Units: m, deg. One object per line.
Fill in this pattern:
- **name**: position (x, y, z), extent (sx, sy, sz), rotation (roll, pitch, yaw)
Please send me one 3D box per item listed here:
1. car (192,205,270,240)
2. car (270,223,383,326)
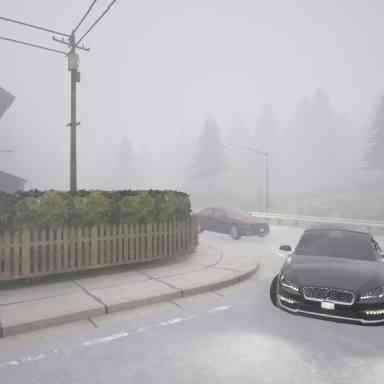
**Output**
- **car**: position (1.882, 1.478, 17.452), extent (1.882, 1.535, 5.008), rotation (0, 0, -33)
- **car**: position (3.182, 1.505, 7.316), extent (1.837, 1.490, 4.892), rotation (0, 0, 27)
